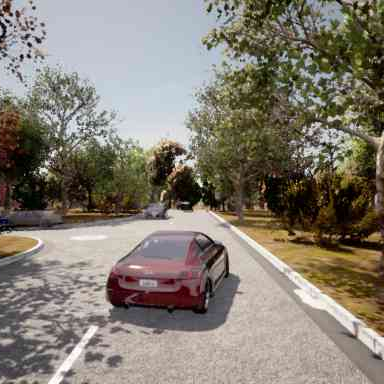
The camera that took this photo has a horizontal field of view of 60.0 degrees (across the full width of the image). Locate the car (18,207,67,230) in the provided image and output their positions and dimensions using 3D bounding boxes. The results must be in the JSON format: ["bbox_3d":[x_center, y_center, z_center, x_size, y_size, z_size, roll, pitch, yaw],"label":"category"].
[{"bbox_3d":[-11.942,2.027,24.074,5.357,1.411,2.033,-1,-2,-10],"label":"car"}]

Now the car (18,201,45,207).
[{"bbox_3d":[-30.704,2.368,63.892,5.566,2.045,2.150,-1,-2,21],"label":"car"}]

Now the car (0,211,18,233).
[{"bbox_3d":[-13.862,1.991,20.706,4.718,1.301,1.895,-1,-2,-2],"label":"car"}]

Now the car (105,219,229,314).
[{"bbox_3d":[-0.306,1.588,7.817,1.994,1.385,4.181,0,0,13],"label":"car"}]

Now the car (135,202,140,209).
[{"bbox_3d":[-9.808,2.512,58.247,5.357,1.411,2.033,-1,-2,20],"label":"car"}]

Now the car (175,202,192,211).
[{"bbox_3d":[-1.402,2.307,53.848,1.882,1.535,5.008,1,-2,-17],"label":"car"}]

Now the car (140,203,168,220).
[{"bbox_3d":[-3.380,1.842,32.108,2.128,1.511,4.902,0,-1,0],"label":"car"}]
